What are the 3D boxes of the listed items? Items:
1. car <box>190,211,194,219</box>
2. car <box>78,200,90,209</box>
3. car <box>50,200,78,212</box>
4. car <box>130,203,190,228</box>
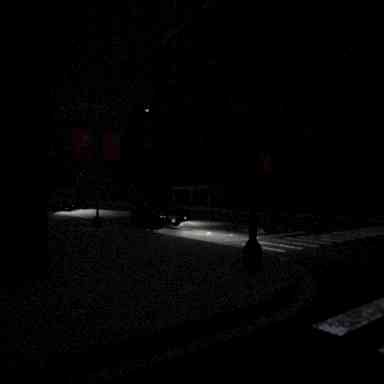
[{"bbox_3d":[-2.065,1.613,27.605,2.033,1.411,5.357,0,0,-36],"label":"car"},{"bbox_3d":[-16.097,1.757,47.208,1.895,1.301,4.718,0,0,-35],"label":"car"},{"bbox_3d":[-16.436,1.741,42.064,1.895,1.301,4.718,0,0,-35],"label":"car"},{"bbox_3d":[-2.574,1.541,22.745,2.128,1.511,4.902,0,0,-36],"label":"car"}]
